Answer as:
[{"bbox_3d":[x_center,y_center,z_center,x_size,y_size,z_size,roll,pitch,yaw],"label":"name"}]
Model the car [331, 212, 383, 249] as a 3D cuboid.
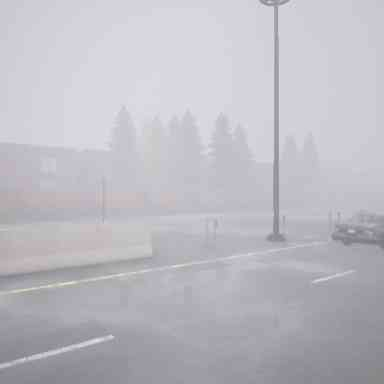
[{"bbox_3d":[8.134,1.560,14.355,5.357,1.411,2.033,0,0,-38],"label":"car"}]
